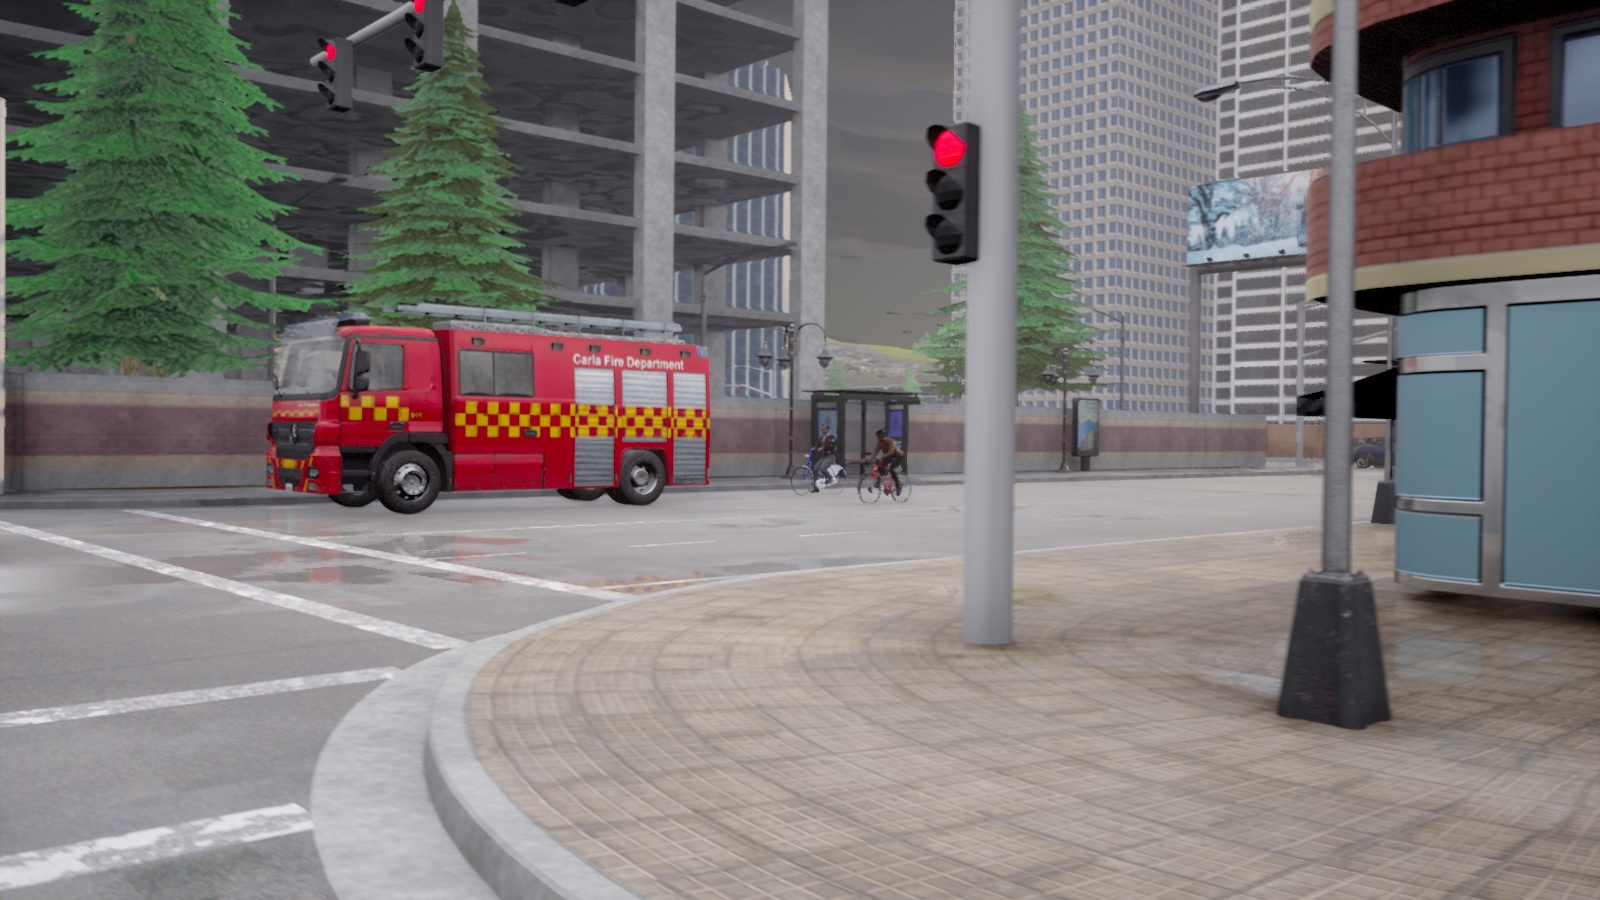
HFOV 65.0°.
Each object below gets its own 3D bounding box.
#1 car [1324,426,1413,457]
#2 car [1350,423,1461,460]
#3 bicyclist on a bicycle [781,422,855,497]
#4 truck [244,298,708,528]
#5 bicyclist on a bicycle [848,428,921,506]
[{"bbox_3d":[30.710,-0.472,67.886,1.851,1.617,3.988,-1,1,-42],"label":"car"},{"bbox_3d":[30.350,-0.441,63.023,2.097,1.767,4.553,-1,1,-42],"label":"car"},{"bbox_3d":[0.455,0.223,30.732,1.843,1.776,0.659,0,1,-42],"label":"bicyclist on a bicycle"},{"bbox_3d":[-6.084,-0.685,24.848,8.468,3.827,2.891,-1,1,-42],"label":"truck"},{"bbox_3d":[1.839,0.345,27.272,1.656,1.620,0.582,-2,1,-42],"label":"bicyclist on a bicycle"}]
